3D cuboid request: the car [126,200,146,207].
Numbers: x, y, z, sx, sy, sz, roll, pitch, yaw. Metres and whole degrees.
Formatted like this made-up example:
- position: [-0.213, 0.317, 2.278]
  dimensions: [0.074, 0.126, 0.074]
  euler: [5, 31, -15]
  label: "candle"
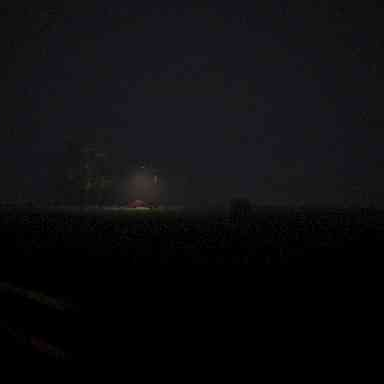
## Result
- position: [-10.977, 2.347, 65.540]
  dimensions: [1.994, 1.385, 4.181]
  euler: [0, -1, 38]
  label: "car"
